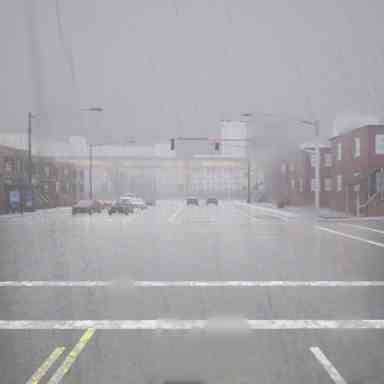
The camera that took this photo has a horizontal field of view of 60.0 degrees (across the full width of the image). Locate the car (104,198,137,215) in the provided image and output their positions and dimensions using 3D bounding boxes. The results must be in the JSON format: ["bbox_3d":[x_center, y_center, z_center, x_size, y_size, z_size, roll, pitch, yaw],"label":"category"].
[{"bbox_3d":[-7.109,1.601,33.628,1.895,1.301,4.718,0,0,0],"label":"car"}]

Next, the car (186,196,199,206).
[{"bbox_3d":[0.081,1.477,56.335,1.882,1.535,5.008,0,0,0],"label":"car"}]

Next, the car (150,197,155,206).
[{"bbox_3d":[-7.098,1.547,53.908,2.033,1.411,5.357,0,0,1],"label":"car"}]

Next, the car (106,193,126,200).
[{"bbox_3d":[-10.609,1.352,44.019,2.097,1.767,4.553,0,0,0],"label":"car"}]

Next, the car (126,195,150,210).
[{"bbox_3d":[-7.104,1.526,43.626,1.812,1.442,4.674,0,0,0],"label":"car"}]

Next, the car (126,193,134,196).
[{"bbox_3d":[-10.604,1.221,54.576,2.150,2.045,5.566,0,0,-1],"label":"car"}]

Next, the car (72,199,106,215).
[{"bbox_3d":[-10.611,1.478,33.853,1.882,1.535,5.008,0,0,0],"label":"car"}]

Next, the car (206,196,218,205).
[{"bbox_3d":[3.477,1.505,58.450,1.837,1.490,4.892,0,0,0],"label":"car"}]
